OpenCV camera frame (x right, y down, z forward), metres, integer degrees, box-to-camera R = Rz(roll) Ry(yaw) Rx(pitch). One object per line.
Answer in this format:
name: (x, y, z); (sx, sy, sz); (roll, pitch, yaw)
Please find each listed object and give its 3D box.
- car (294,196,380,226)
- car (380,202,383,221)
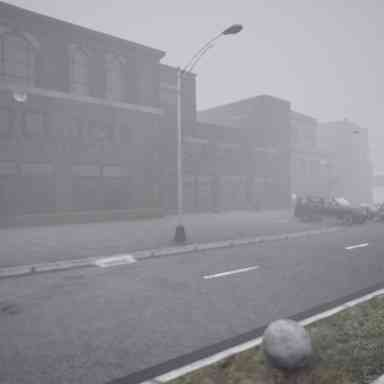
car: (10.393, 1.323, 24.917); (2.435, 2.045, 5.566); (1, -1, -41)
car: (14.474, 1.685, 28.547); (2.163, 1.488, 4.792); (1, -1, -42)
